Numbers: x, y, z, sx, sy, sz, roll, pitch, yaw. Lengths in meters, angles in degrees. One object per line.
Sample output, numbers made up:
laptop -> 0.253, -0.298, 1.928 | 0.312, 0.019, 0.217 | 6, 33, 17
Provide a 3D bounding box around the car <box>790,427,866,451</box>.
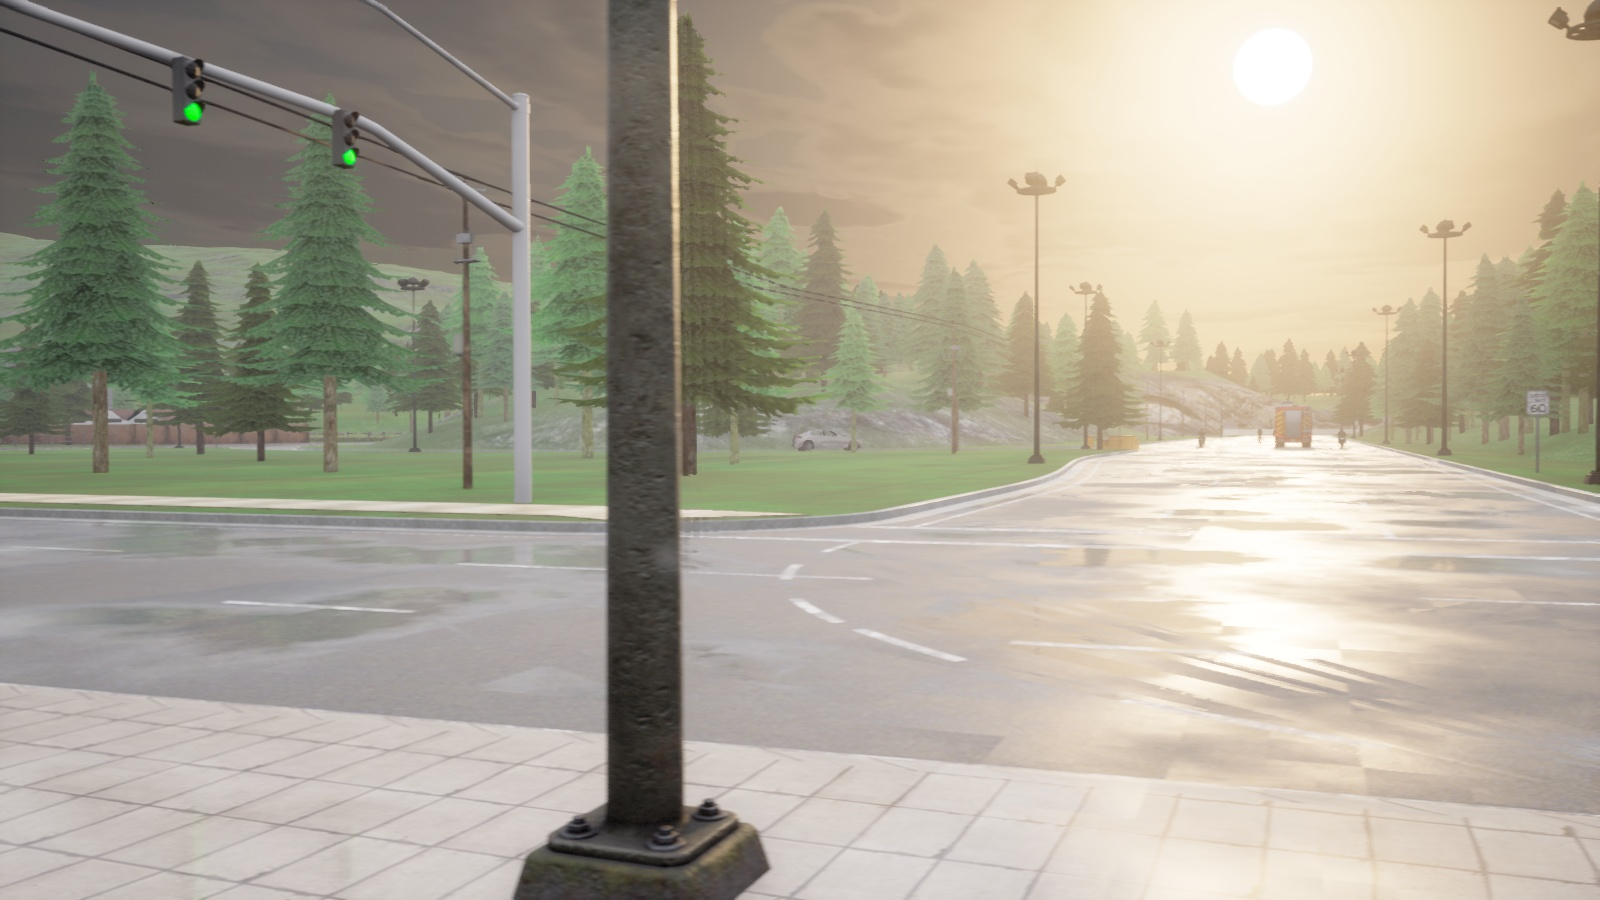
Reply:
car -> 1.930, -0.794, 88.171 | 5.027, 1.651, 2.152 | 0, 1, -9
